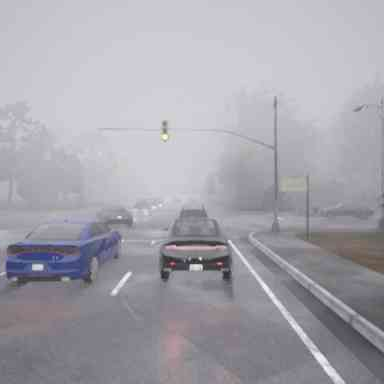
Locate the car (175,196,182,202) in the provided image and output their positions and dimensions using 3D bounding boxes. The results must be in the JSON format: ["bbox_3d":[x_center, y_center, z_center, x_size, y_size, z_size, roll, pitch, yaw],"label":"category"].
[{"bbox_3d":[-3.544,1.795,89.340,1.812,1.442,4.674,0,0,0],"label":"car"}]

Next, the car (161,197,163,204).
[{"bbox_3d":[-7.033,1.557,67.537,2.097,1.767,4.553,0,0,0],"label":"car"}]

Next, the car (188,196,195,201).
[{"bbox_3d":[-0.043,1.672,87.349,1.812,1.442,4.674,0,0,0],"label":"car"}]

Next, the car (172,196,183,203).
[{"bbox_3d":[-3.537,1.824,75.457,1.895,1.301,4.718,0,0,0],"label":"car"}]

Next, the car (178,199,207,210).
[{"bbox_3d":[0.088,1.552,24.350,1.882,1.535,5.008,0,0,0],"label":"car"}]

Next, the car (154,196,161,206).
[{"bbox_3d":[-7.057,1.679,57.612,1.837,1.490,4.892,0,0,0],"label":"car"}]

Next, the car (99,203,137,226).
[{"bbox_3d":[-5.673,1.635,23.701,1.994,1.385,4.181,0,0,-26],"label":"car"}]

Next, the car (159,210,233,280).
[{"bbox_3d":[0.094,1.521,10.049,2.128,1.511,4.902,0,0,0],"label":"car"}]

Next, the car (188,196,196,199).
[{"bbox_3d":[-0.038,1.753,77.313,2.128,1.511,4.902,0,0,0],"label":"car"}]

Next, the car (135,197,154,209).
[{"bbox_3d":[-7.103,1.651,48.244,1.837,1.490,4.892,0,0,0],"label":"car"}]

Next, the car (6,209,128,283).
[{"bbox_3d":[-3.403,1.508,9.808,1.882,1.535,5.008,0,0,0],"label":"car"}]

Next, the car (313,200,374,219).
[{"bbox_3d":[13.688,1.617,29.701,4.674,1.442,1.812,0,0,3],"label":"car"}]

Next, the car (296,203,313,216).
[{"bbox_3d":[12.981,1.593,33.261,4.902,1.511,2.128,0,0,4],"label":"car"}]
